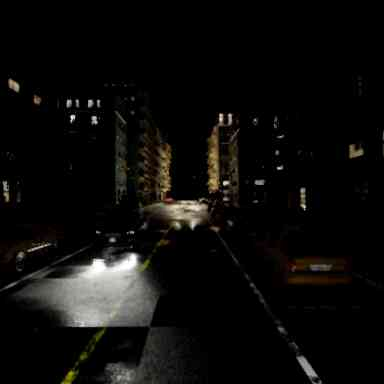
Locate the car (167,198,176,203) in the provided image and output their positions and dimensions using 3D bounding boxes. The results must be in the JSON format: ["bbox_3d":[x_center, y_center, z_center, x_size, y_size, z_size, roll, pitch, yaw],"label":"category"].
[{"bbox_3d":[-5.679,2.398,91.998,2.008,1.369,4.403,0,-1,0],"label":"car"}]

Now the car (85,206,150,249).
[{"bbox_3d":[-3.100,1.627,15.422,2.128,1.511,4.902,0,0,0],"label":"car"}]

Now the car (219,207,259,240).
[{"bbox_3d":[2.799,1.706,17.657,2.008,1.369,4.403,0,-1,0],"label":"car"}]

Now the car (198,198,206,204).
[{"bbox_3d":[2.813,2.176,80.674,1.967,1.590,4.097,0,-1,0],"label":"car"}]

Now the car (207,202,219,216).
[{"bbox_3d":[2.828,1.885,34.202,1.802,1.307,4.206,0,-1,0],"label":"car"}]

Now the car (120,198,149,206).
[{"bbox_3d":[-5.810,1.734,33.104,1.967,1.590,4.097,0,-1,0],"label":"car"}]

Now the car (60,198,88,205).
[{"bbox_3d":[-19.994,1.670,56.545,4.507,1.381,1.887,1,-2,0],"label":"car"}]

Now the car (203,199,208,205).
[{"bbox_3d":[2.828,1.930,43.204,1.887,1.381,4.507,0,-1,0],"label":"car"}]

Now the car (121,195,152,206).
[{"bbox_3d":[-9.996,1.651,59.392,5.566,2.045,2.150,3,-1,0],"label":"car"}]

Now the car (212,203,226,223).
[{"bbox_3d":[2.828,1.788,25.201,1.947,1.339,4.313,0,-1,0],"label":"car"}]

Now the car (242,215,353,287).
[{"bbox_3d":[2.758,1.609,9.436,1.752,1.417,4.829,0,-1,0],"label":"car"}]

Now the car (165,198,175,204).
[{"bbox_3d":[-5.770,2.293,81.896,1.887,1.381,4.507,0,-1,0],"label":"car"}]

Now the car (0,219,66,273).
[{"bbox_3d":[-5.752,1.623,11.049,1.752,1.417,4.829,1,0,0],"label":"car"}]

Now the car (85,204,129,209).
[{"bbox_3d":[-5.805,1.747,22.284,2.008,1.369,4.403,1,-1,0],"label":"car"}]
